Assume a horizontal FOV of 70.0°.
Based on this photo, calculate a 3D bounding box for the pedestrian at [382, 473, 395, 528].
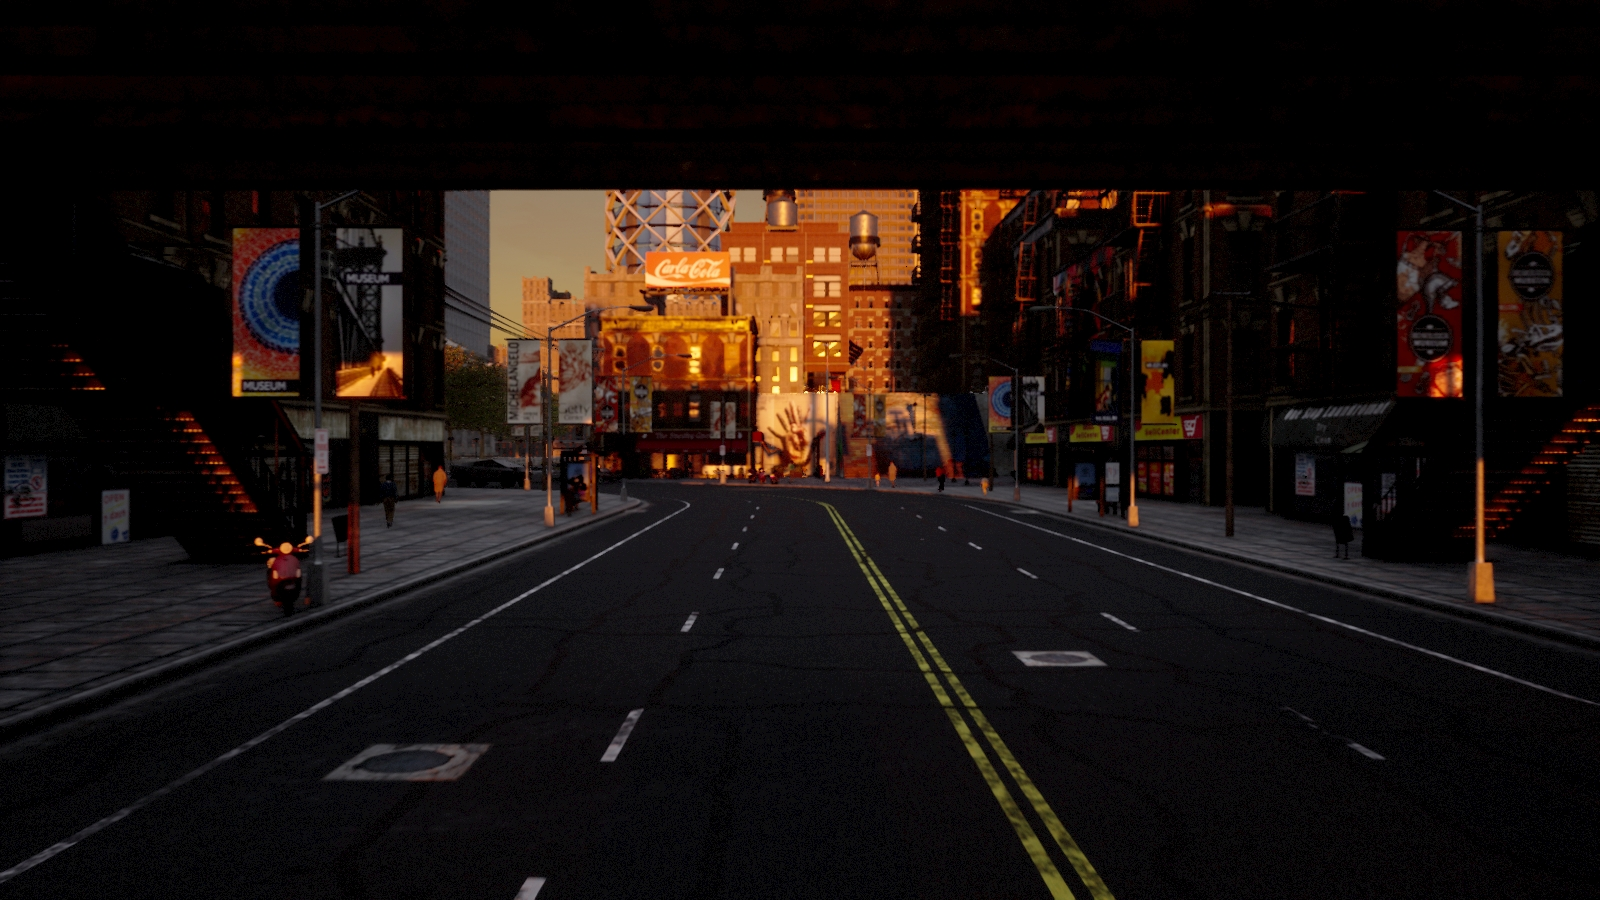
[{"bbox_3d":[-13.904,1.696,38.607,0.375,1.860,0.375,0,0,-8],"label":"pedestrian"}]

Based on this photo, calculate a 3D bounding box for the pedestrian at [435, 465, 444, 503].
[{"bbox_3d":[-18.038,1.695,57.163,0.375,1.860,0.375,0,0,-13],"label":"pedestrian"}]

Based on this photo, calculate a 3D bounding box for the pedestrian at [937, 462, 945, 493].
[{"bbox_3d":[8.650,1.696,70.128,0.375,1.860,0.375,0,0,-19],"label":"pedestrian"}]

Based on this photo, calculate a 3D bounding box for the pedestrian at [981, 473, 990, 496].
[{"bbox_3d":[10.680,1.976,65.781,0.375,1.300,0.375,0,0,-17],"label":"pedestrian"}]
